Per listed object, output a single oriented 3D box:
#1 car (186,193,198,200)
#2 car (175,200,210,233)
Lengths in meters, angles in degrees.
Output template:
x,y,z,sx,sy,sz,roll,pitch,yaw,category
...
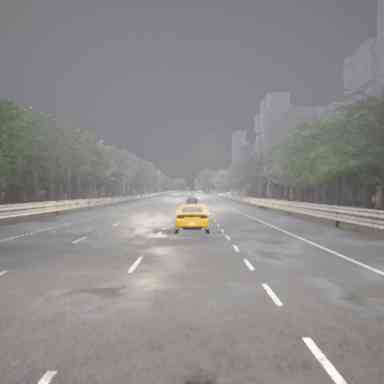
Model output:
x,y,z,sx,sy,sz,roll,pitch,yaw,category
0.024,1.424,56.816,2.128,1.511,4.902,0,0,0,car
0.009,1.470,19.685,1.882,1.535,5.008,0,0,0,car
